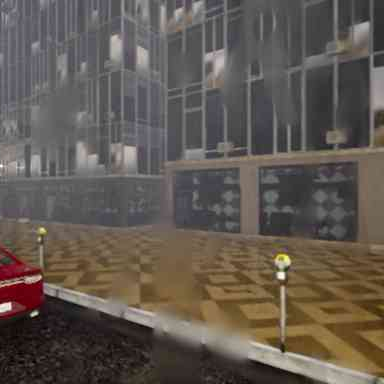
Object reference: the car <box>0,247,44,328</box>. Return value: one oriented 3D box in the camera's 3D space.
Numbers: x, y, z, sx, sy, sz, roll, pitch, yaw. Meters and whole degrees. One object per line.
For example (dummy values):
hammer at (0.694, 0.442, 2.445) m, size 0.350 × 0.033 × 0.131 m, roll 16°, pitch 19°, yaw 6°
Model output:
car at (-4.546, 1.545, 6.114) m, size 4.507 × 1.381 × 1.887 m, roll 0°, pitch 0°, yaw 35°
